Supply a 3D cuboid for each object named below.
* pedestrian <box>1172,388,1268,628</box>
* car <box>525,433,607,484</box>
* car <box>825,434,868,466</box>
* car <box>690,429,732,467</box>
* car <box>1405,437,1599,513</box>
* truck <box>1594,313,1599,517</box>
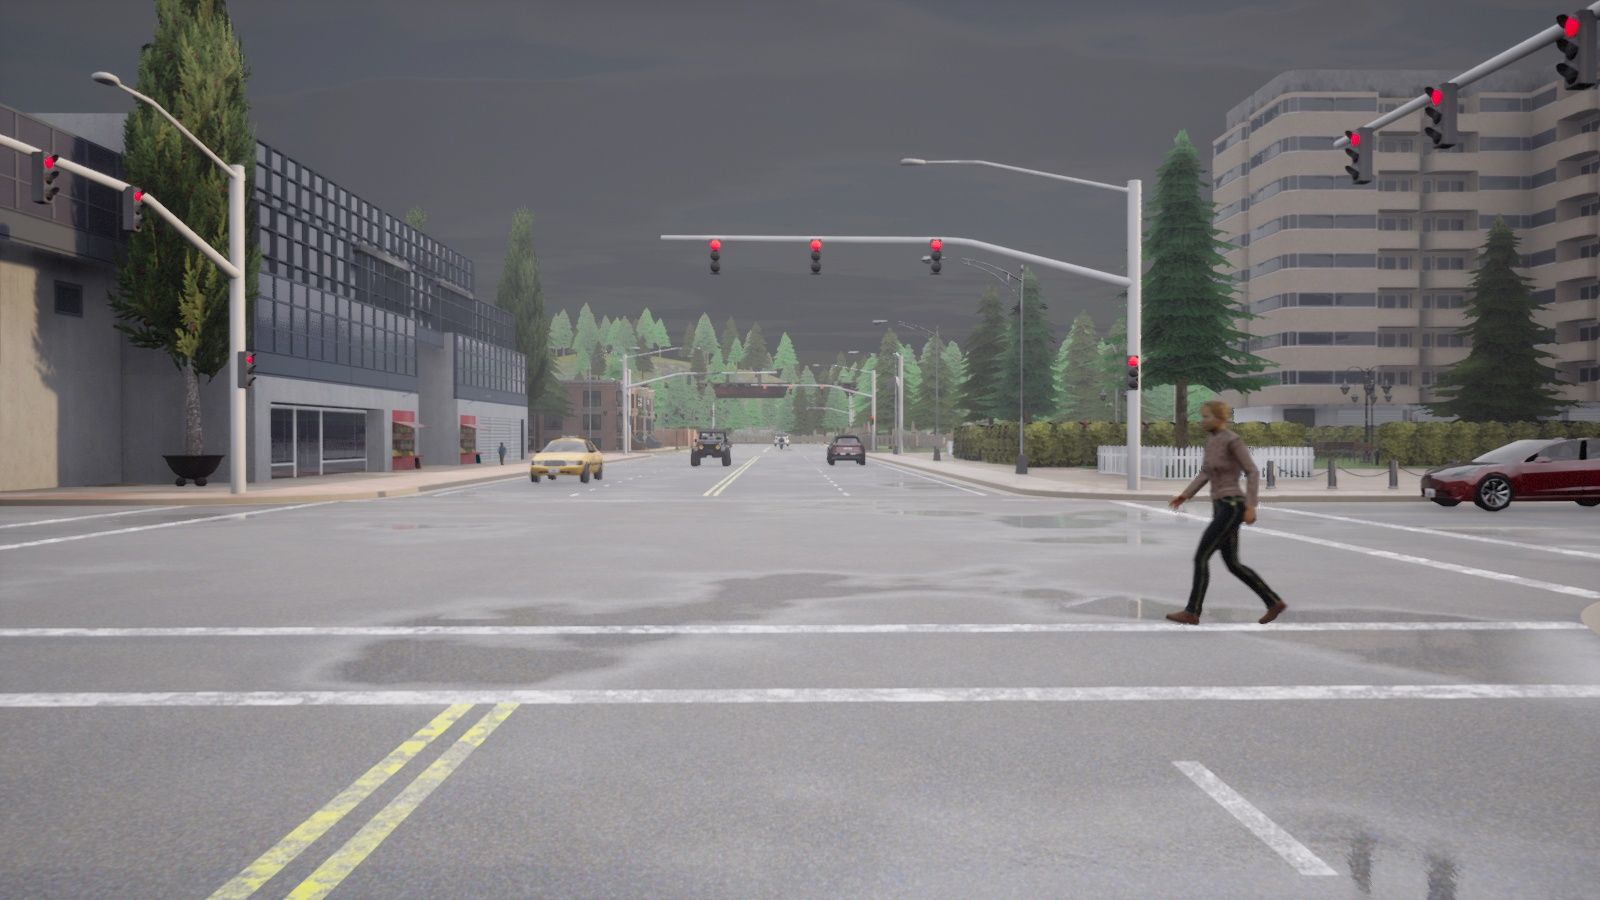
[{"bbox_3d":[3.275,0.445,9.819,0.634,1.846,0.331,0,1,1],"label":"pedestrian"},{"bbox_3d":[-7.699,0.239,41.846,1.801,1.575,5.366,0,1,-1],"label":"car"},{"bbox_3d":[2.450,-0.030,67.362,2.033,1.649,4.856,0,1,-1],"label":"car"},{"bbox_3d":[-4.500,-0.132,63.703,1.905,1.878,3.866,0,1,-1],"label":"car"},{"bbox_3d":[15.304,0.487,25.694,4.792,1.488,2.163,0,1,-1],"label":"car"},{"bbox_3d":[19.206,-0.638,22.246,8.468,3.827,2.891,0,1,-1],"label":"truck"}]
